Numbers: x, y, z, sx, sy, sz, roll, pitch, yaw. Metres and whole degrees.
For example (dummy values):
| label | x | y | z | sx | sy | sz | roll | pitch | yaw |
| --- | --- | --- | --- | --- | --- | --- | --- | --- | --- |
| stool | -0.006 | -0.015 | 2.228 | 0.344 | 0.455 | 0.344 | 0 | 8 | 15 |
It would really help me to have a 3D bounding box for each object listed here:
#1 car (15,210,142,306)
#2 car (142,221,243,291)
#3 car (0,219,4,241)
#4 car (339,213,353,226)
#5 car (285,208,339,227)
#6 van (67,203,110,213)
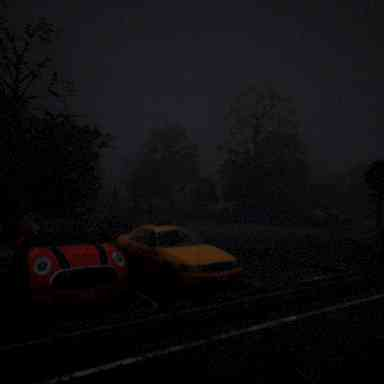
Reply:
| label | x | y | z | sx | sy | sz | roll | pitch | yaw |
| --- | --- | --- | --- | --- | --- | --- | --- | --- | --- |
| car | -3.290 | 1.522 | 8.657 | 2.185 | 1.767 | 4.553 | 1 | -2 | -32 |
| car | -0.691 | 1.687 | 9.997 | 1.946 | 1.575 | 5.366 | 1 | -2 | -32 |
| car | -11.401 | 1.829 | 18.250 | 1.946 | 1.575 | 5.366 | 1 | -1 | -32 |
| car | 13.758 | 2.425 | 33.491 | 2.185 | 1.767 | 4.553 | 2 | -2 | -31 |
| car | 11.078 | 2.488 | 31.790 | 2.002 | 1.452 | 4.674 | 2 | -2 | -31 |
| van | -6.593 | 1.680 | 20.851 | 1.878 | 1.987 | 4.442 | 1 | -2 | -32 |
